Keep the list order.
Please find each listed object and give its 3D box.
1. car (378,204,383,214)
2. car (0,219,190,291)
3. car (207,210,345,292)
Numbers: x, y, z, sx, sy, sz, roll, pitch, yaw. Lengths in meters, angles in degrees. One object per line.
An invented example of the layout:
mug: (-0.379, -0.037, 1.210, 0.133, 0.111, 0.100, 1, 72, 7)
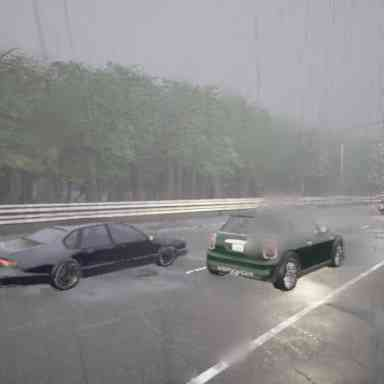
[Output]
car: (19.358, 1.446, 31.407, 4.718, 1.301, 1.895, 0, 1, -44)
car: (-2.453, 1.432, 8.772, 2.033, 1.411, 5.357, 1, 1, 42)
car: (2.480, 1.277, 9.107, 2.097, 1.767, 4.553, 1, 1, 42)
